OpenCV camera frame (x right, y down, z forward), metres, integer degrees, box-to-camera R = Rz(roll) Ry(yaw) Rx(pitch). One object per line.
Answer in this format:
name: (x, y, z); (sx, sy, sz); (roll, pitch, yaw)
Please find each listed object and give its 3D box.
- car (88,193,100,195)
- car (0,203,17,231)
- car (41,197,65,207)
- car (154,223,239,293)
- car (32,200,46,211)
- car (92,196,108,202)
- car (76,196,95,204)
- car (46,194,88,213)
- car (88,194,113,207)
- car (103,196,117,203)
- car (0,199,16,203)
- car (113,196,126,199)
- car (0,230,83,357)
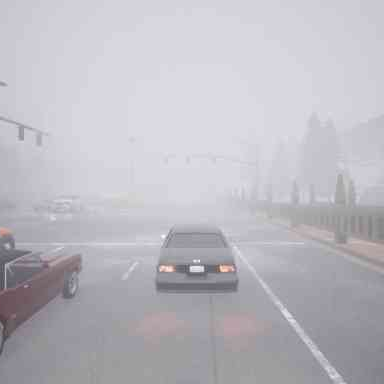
car: (-17.633, 1.224, 59.252); (2.150, 2.045, 5.566); (0, 0, 0)
car: (-6.910, 1.352, 9.201); (2.097, 1.767, 4.553); (0, 0, 0)
car: (-21.145, 1.564, 50.876); (1.994, 1.385, 4.181); (0, 0, 0)
car: (0.090, 1.547, 8.994); (2.033, 1.411, 5.357); (0, 0, 0)
car: (-17.641, 1.601, 40.689); (1.895, 1.301, 4.718); (0, 0, 0)
car: (-21.083, 1.540, 76.313); (2.033, 1.411, 5.357); (0, 0, 0)
car: (-21.074, 1.548, 65.872); (2.033, 1.411, 5.357); (0, 0, 0)
car: (-14.146, 1.222, 38.153); (2.150, 2.045, 5.566); (0, 0, 0)
car: (-14.147, 1.526, 51.367); (1.812, 1.442, 4.674); (0, 0, 0)
car: (-17.578, 1.524, 71.506); (1.812, 1.442, 4.674); (0, 0, 0)
car: (-22.277, 1.525, 38.076); (1.812, 1.442, 4.674); (0, 0, 16)
car: (-14.081, 1.601, 67.343); (1.895, 1.301, 4.718); (0, 0, 0)
car: (-3.406, 1.601, 5.537); (1.895, 1.301, 4.718); (0, 0, 0)
